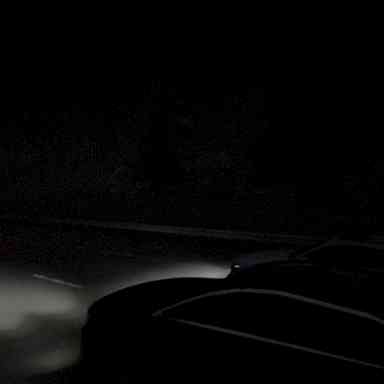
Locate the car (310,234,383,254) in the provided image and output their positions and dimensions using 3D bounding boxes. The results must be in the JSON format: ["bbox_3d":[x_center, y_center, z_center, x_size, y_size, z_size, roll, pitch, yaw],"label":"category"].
[{"bbox_3d":[2.925,1.528,6.205,4.674,1.442,1.812,0,0,36],"label":"car"}]

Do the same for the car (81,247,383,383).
[{"bbox_3d":[0.888,1.495,3.359,4.902,1.511,2.128,0,0,36],"label":"car"}]
